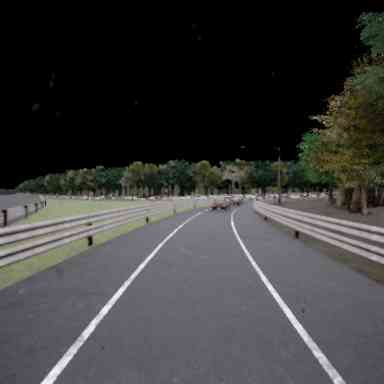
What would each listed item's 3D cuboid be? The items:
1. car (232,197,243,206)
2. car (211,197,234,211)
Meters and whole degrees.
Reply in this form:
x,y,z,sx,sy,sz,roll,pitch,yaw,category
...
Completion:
x,y,z,sx,sy,sz,roll,pitch,yaw,category
6.894,1.496,52.810,1.812,1.442,4.674,0,1,20,car
3.624,1.615,40.798,1.895,1.301,4.718,0,0,13,car
